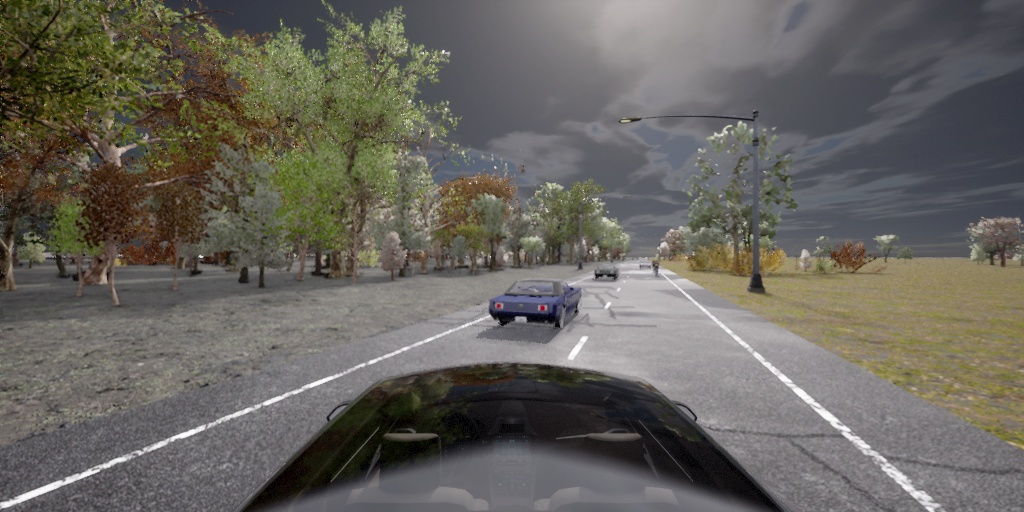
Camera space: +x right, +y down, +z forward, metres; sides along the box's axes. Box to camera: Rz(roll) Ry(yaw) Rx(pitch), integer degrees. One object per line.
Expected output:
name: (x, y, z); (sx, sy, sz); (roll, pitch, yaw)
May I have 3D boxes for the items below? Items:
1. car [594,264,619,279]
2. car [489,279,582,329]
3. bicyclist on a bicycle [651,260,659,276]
car: (8.763, 1.426, 32.885); (1.895, 1.301, 4.718); (0, 0, 20)
car: (1.006, 1.377, 11.497); (1.895, 1.301, 4.718); (0, 0, 20)
bicyclist on a bicycle: (14.761, 1.281, 36.608); (0.582, 1.620, 1.656); (0, 0, 20)
